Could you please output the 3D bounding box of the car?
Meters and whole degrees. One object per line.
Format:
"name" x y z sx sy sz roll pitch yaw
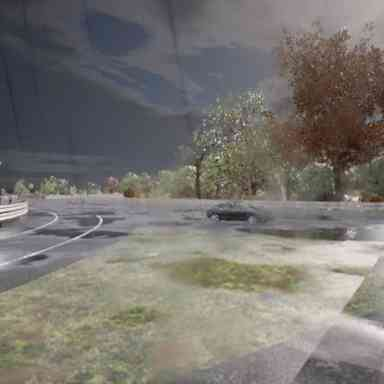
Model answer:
"car" 3.314 1.446 23.700 4.892 1.490 1.837 0 1 34
